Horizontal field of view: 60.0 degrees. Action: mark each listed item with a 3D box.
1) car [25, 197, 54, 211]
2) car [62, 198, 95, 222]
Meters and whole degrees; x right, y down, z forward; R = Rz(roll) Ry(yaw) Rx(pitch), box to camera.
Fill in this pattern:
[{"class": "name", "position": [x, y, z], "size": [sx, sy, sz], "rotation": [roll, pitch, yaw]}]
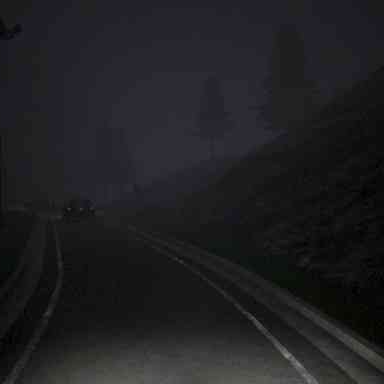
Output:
[{"class": "car", "position": [-18.113, 1.388, 39.408], "size": [4.902, 1.511, 2.128], "rotation": [0, 0, 44]}, {"class": "car", "position": [-8.907, 1.262, 25.912], "size": [2.097, 1.767, 4.553], "rotation": [-1, 0, -25]}]
